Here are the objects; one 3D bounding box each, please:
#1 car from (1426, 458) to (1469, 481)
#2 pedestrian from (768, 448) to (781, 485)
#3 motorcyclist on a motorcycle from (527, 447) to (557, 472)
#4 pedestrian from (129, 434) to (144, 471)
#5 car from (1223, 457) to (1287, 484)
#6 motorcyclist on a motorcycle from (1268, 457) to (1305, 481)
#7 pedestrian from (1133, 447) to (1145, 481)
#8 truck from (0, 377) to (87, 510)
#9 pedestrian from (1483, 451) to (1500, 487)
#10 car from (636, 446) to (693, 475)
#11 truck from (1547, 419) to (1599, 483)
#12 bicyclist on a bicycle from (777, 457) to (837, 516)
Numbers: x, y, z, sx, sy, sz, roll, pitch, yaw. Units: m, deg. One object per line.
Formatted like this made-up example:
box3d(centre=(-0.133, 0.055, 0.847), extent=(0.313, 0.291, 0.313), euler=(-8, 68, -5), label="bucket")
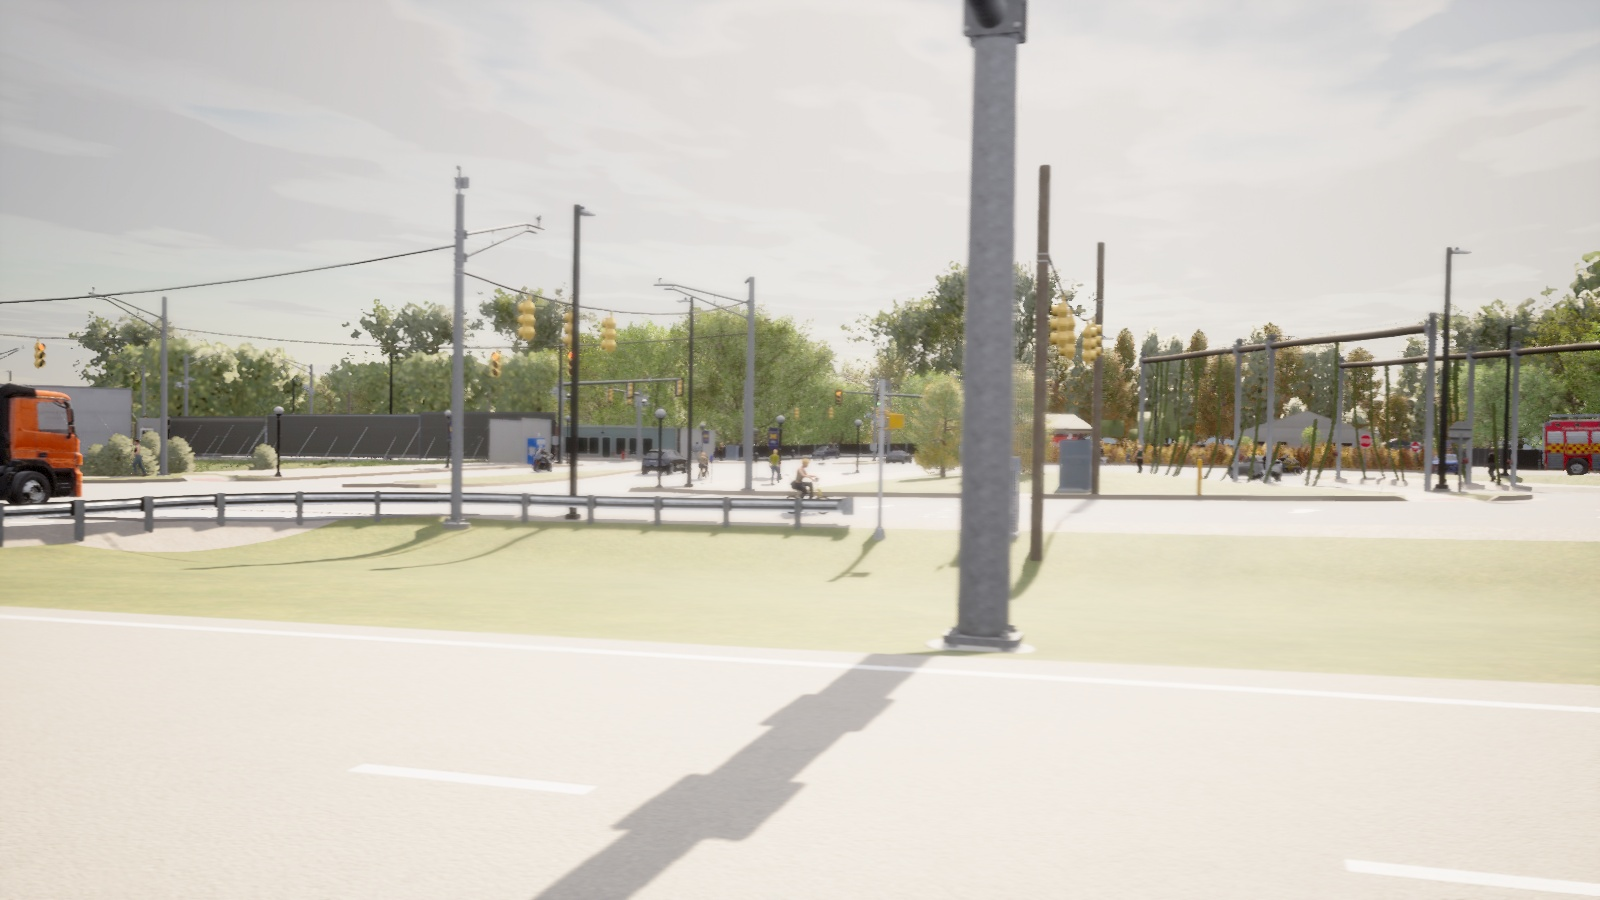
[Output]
box3d(centre=(45.169, 1.345, 87.566), extent=(1.882, 1.535, 5.008), euler=(1, 0, 36), label="car")
box3d(centre=(-1.303, 0.819, 63.886), extent=(0.354, 1.836, 0.706), euler=(2, 1, 22), label="pedestrian")
box3d(centre=(-16.053, 0.578, 78.211), extent=(0.866, 1.530, 2.191), euler=(2, 1, 18), label="motorcyclist on a motorcycle")
box3d(centre=(-32.697, 0.132, 61.906), extent=(0.594, 1.836, 0.345), euler=(0, 2, -38), label="pedestrian")
box3d(centre=(28.181, 1.272, 77.920), extent=(2.007, 1.525, 4.514), euler=(1, 0, -5), label="car")
box3d(centre=(33.504, 1.307, 86.493), extent=(2.191, 1.530, 0.866), euler=(0, 3, 7), label="motorcyclist on a motorcycle")
box3d(centre=(18.495, 0.749, 68.460), extent=(0.345, 1.836, 0.594), euler=(1, 1, -12), label="pedestrian")
box3d(centre=(-22.589, -0.197, 31.891), extent=(2.891, 3.462, 7.936), euler=(1, 0, 18), label="truck")
box3d(centre=(36.259, 1.004, 65.837), extent=(0.376, 1.854, 0.720), euler=(1, 1, -9), label="pedestrian")
box3d(centre=(-8.588, 0.643, 79.996), extent=(2.033, 1.649, 4.856), euler=(1, 1, 14), label="car")
box3d(centre=(49.779, 0.097, 75.292), extent=(8.468, 3.827, 2.891), euler=(0, -1, 30), label="truck")
box3d(centre=(0.208, 1.039, 36.058), extent=(1.509, 1.612, 0.866), euler=(1, 1, 19), label="bicyclist on a bicycle")
